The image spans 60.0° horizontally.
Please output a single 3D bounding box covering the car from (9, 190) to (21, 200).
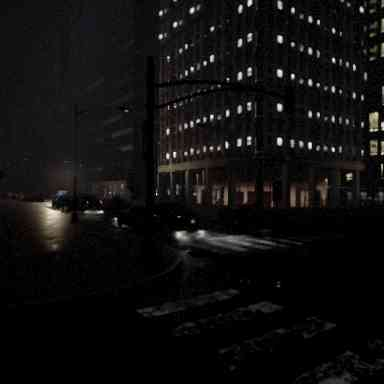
[{"bbox_3d":[-34.080,0.741,65.571,1.967,1.590,4.097,1,0,-37],"label":"car"}]

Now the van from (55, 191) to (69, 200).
[{"bbox_3d":[-27.257,0.711,69.857,1.690,1.788,3.998,1,0,-37],"label":"van"}]

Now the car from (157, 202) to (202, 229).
[{"bbox_3d":[-1.219,1.415,21.288,2.128,1.511,4.902,1,0,-32],"label":"car"}]

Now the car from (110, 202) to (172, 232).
[{"bbox_3d":[-3.136,1.490,19.581,1.802,1.307,4.206,1,0,-32],"label":"car"}]

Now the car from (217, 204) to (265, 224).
[{"bbox_3d":[3.519,1.548,24.222,1.802,1.307,4.206,1,0,-32],"label":"car"}]

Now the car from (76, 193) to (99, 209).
[{"bbox_3d":[-11.770,1.066,38.136,2.097,1.767,4.553,1,0,-32],"label":"car"}]

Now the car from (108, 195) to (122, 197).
[{"bbox_3d":[-11.193,1.118,47.438,1.967,1.590,4.097,1,0,-34],"label":"car"}]

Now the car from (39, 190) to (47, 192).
[{"bbox_3d":[-37.367,0.494,83.006,2.192,1.841,5.009,1,0,-38],"label":"car"}]

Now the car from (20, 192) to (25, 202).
[{"bbox_3d":[-27.392,0.955,56.476,1.752,1.417,4.829,1,0,-36],"label":"car"}]

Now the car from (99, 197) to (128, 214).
[{"bbox_3d":[-6.454,1.383,29.716,1.994,1.385,4.181,1,0,-33],"label":"car"}]

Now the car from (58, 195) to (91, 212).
[{"bbox_3d":[-11.922,1.316,33.606,1.802,1.307,4.206,1,0,-32],"label":"car"}]

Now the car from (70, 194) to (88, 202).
[{"bbox_3d":[-20.733,1.060,60.960,1.947,1.339,4.313,1,0,-36],"label":"car"}]

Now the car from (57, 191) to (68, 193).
[{"bbox_3d":[-22.355,1.047,58.907,1.994,1.385,4.181,1,0,-35],"label":"car"}]

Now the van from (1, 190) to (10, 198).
[{"bbox_3d":[-40.821,0.513,74.358,1.690,1.788,3.998,1,0,-38],"label":"van"}]

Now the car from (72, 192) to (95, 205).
[{"bbox_3d":[-16.599,0.947,50.689,2.097,1.767,4.553,1,0,-34],"label":"car"}]

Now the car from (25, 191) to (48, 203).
[{"bbox_3d":[-24.272,1.036,52.081,1.887,1.381,4.507,1,0,-35],"label":"car"}]

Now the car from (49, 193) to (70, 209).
[{"bbox_3d":[-14.836,1.202,38.126,1.752,1.417,4.829,1,0,-33],"label":"car"}]
